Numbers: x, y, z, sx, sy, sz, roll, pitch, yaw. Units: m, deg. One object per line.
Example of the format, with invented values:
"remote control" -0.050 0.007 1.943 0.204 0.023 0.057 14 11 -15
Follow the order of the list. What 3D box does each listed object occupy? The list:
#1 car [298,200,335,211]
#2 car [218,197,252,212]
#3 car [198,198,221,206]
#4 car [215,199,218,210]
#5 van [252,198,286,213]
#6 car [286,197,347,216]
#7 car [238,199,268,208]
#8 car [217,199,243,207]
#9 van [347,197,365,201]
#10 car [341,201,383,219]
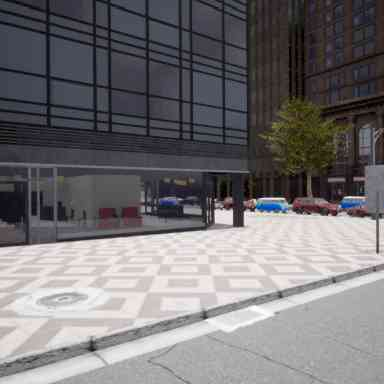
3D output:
"car" 16.408 1.737 43.995 1.947 1.339 4.313 -1 0 -35
"car" 6.169 1.627 43.680 2.192 1.841 5.009 -1 0 -35
"car" 3.252 1.930 62.513 2.008 1.369 4.403 -1 0 -35
"car" 2.884 1.915 48.311 2.008 1.369 4.403 -1 0 -35
"van" 9.458 1.600 39.050 1.690 1.788 3.998 -1 0 -35
"car" 12.747 1.518 34.419 2.192 1.841 5.009 -1 0 -35
"car" 9.731 1.804 53.393 1.752 1.417 4.829 -1 0 -35
"car" 6.540 1.873 57.884 1.887 1.381 4.507 -1 0 -35
"van" 19.692 1.457 39.364 1.690 1.788 3.998 -1 0 -35
"car" 16.043 1.728 29.790 1.802 1.307 4.206 -1 0 -35
